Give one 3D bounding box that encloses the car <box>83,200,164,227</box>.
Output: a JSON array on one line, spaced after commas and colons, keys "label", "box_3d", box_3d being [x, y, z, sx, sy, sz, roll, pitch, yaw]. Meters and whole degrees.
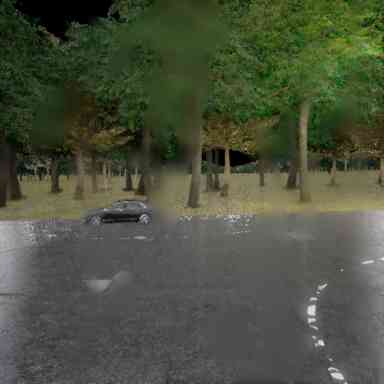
[{"label": "car", "box_3d": [-4.186, 1.261, 20.445, 4.892, 1.490, 1.837, -2, 2, -1]}]
